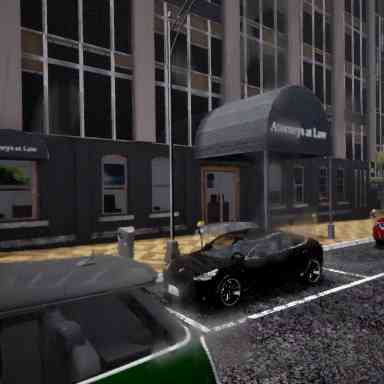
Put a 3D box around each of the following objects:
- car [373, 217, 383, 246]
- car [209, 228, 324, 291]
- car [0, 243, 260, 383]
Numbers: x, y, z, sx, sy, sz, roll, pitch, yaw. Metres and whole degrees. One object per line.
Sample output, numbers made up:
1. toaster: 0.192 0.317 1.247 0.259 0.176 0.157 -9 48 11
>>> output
1. car: 9.650 1.310 14.066 5.009 1.841 2.192 0 -1 -37
2. car: 1.380 1.564 7.856 4.313 1.339 1.947 0 -1 -37
3. car: -1.967 1.352 1.920 4.553 1.767 2.097 0 0 -37
